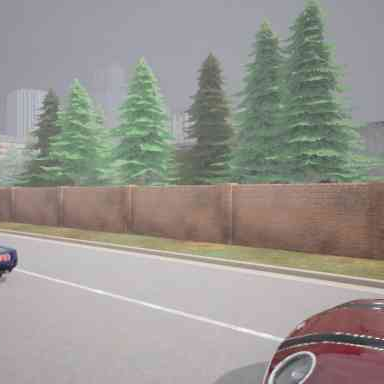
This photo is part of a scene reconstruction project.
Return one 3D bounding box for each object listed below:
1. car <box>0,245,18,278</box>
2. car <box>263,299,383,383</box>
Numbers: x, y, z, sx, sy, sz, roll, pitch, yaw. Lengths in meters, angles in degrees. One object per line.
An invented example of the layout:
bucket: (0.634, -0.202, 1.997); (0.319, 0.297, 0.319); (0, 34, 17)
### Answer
car: (-6.637, 1.600, 8.702); (4.718, 1.301, 1.895); (0, 0, 35)
car: (2.728, 1.351, 2.051); (4.553, 1.767, 2.097); (0, 0, 35)
